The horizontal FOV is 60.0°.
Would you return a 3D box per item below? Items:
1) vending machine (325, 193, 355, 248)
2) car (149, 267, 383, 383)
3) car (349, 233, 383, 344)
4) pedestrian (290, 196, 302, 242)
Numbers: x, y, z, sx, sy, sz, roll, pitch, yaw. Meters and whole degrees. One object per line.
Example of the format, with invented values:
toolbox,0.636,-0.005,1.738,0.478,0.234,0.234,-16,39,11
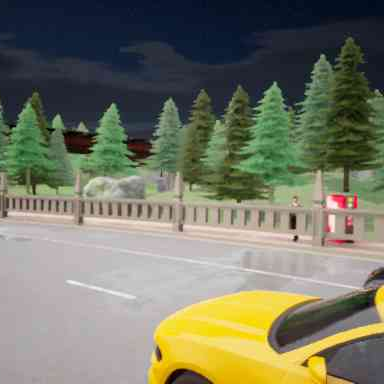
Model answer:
vending machine,6.020,1.101,13.503,0.880,2.100,1.100,2,1,33
car,1.890,1.476,2.483,5.008,1.535,1.882,2,1,35
car,4.723,1.581,4.732,4.181,1.385,1.994,2,1,36
pedestrian,4.045,1.017,13.019,0.375,1.860,0.375,2,1,33
